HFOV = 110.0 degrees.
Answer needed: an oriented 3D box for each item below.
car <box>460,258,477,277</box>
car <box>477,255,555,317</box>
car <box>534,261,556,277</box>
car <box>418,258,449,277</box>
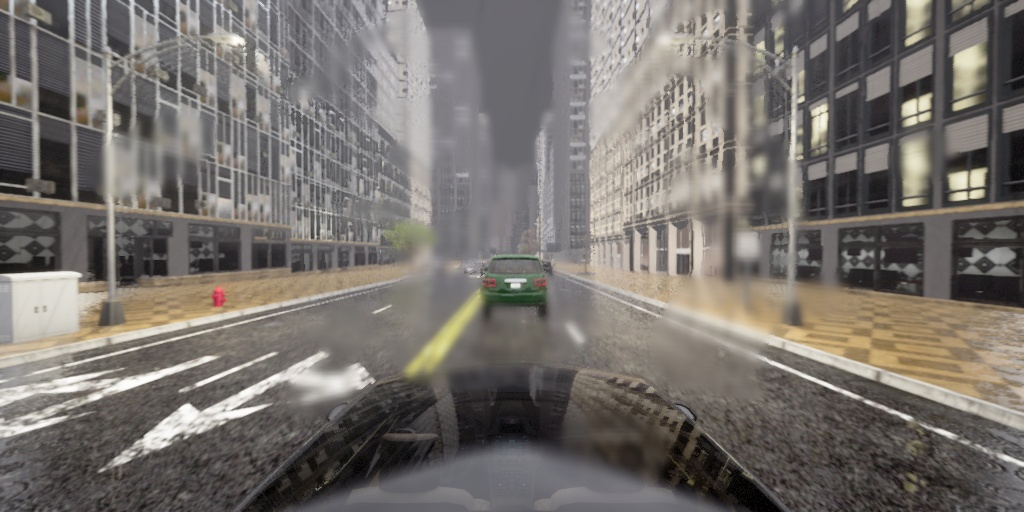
[{"bbox_3d":[-3.218,0.915,30.095,2.128,1.511,4.902,0,0,0],"label":"car"},{"bbox_3d":[0.113,0.981,13.352,2.150,2.045,5.566,0,0,0],"label":"car"},{"bbox_3d":[3.290,1.286,36.648,1.837,1.490,4.892,0,0,0],"label":"car"},{"bbox_3d":[-6.468,0.913,30.099,1.812,1.442,4.674,0,0,0],"label":"car"}]
